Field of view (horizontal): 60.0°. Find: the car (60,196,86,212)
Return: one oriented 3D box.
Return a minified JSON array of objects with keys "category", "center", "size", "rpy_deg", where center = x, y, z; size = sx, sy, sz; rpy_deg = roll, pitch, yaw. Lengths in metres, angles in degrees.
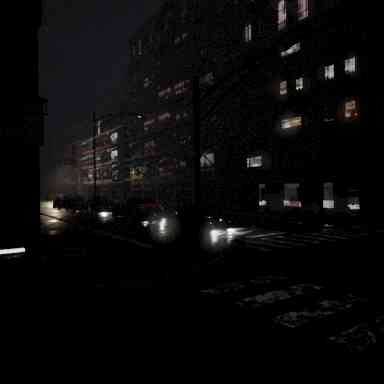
[{"category":"car","center":[-12.607,1.448,36.392],"size":[2.008,1.369,4.403],"rpy_deg":[-1,1,-35]}]

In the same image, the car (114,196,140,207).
[{"category":"car","center":[-9.025,1.266,45.964],"size":[1.752,1.417,4.829],"rpy_deg":[-1,1,-35]}]

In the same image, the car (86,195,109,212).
[{"category":"car","center":[-9.873,1.425,36.994],"size":[1.994,1.385,4.181],"rpy_deg":[-1,1,-35]}]

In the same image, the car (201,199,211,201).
[{"category":"car","center":[0.820,1.359,31.844],"size":[1.887,1.381,4.507],"rpy_deg":[-1,1,-35]}]

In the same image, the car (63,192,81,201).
[{"category":"car","center":[-25.038,0.935,69.227],"size":[2.192,1.841,5.009],"rpy_deg":[-1,1,-35]}]

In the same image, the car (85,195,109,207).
[{"category":"car","center":[-13.821,1.266,48.271],"size":[1.837,1.490,4.892],"rpy_deg":[-1,1,-34]}]

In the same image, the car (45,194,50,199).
[{"category":"car","center":[-34.797,1.075,83.413],"size":[1.752,1.417,4.829],"rpy_deg":[-1,1,-35]}]

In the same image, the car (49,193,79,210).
[{"category":"car","center":[-15.829,1.312,41.072],"size":[1.967,1.590,4.097],"rpy_deg":[-1,1,-35]}]

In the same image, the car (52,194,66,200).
[{"category":"car","center":[-31.479,1.124,78.592],"size":[2.008,1.369,4.403],"rpy_deg":[-1,1,-35]}]

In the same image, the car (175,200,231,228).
[{"category":"car","center":[0.618,1.507,21.743],"size":[1.994,1.385,4.181],"rpy_deg":[-1,1,-34]}]

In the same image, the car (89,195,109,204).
[{"category":"car","center":[-15.468,1.216,55.326],"size":[1.752,1.417,4.829],"rpy_deg":[-1,1,-35]}]

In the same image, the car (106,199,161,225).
[{"category":"car","center":[-4.373,1.509,24.201],"size":[1.887,1.381,4.507],"rpy_deg":[-1,1,-35]}]

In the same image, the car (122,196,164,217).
[{"category":"car","center":[-4.277,1.257,28.848],"size":[2.097,1.767,4.553],"rpy_deg":[-1,1,-35]}]
